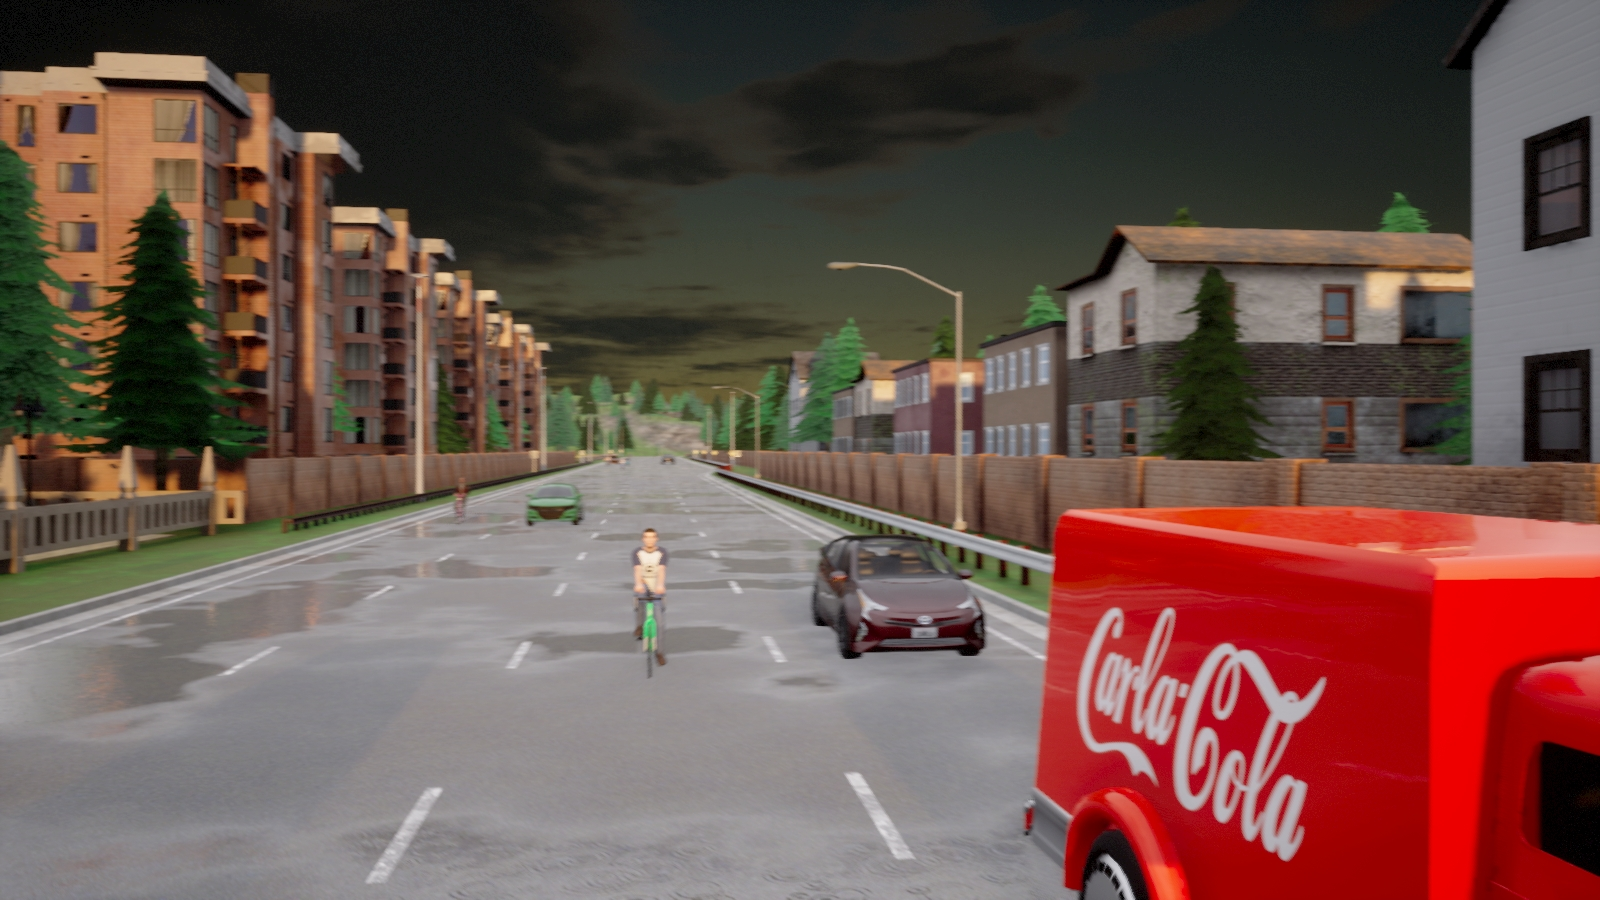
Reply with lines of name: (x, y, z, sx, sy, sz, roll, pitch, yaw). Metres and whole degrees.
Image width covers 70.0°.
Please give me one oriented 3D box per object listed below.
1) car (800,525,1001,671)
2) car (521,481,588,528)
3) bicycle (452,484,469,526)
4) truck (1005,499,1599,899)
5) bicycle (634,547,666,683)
car: (1.297, 2.029, 16.827, 2.007, 1.525, 4.514, 0, 0, -8)
car: (-9.292, 2.024, 43.553, 2.097, 1.535, 5.006, 0, 0, -8)
bicycle: (-12.732, 2.055, 42.906, 0.329, 1.471, 1.835, 0, 0, -7)
truck: (2.908, 1.558, 4.556, 2.627, 2.467, 5.204, 0, 0, -8)
bicycle: (-1.906, 2.050, 14.519, 0.373, 1.496, 1.643, 0, -1, -7)
